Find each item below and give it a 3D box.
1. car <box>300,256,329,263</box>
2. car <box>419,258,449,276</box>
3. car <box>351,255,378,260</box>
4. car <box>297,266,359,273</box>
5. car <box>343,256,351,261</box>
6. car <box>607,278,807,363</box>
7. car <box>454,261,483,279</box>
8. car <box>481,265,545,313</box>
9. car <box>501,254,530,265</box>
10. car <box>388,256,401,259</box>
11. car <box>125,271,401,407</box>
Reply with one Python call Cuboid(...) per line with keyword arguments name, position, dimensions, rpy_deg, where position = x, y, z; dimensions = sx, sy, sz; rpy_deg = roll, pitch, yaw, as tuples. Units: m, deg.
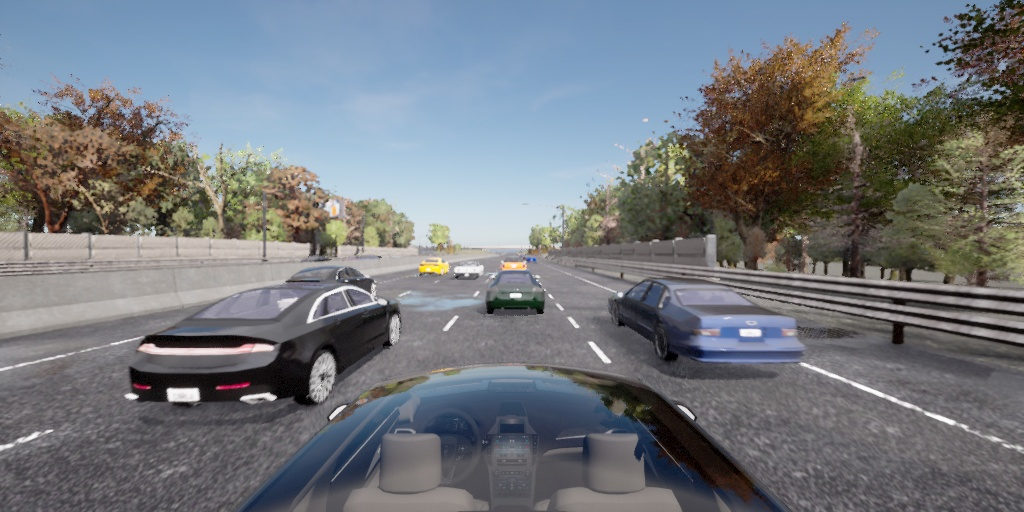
Cuboid(name="car", position=(-27.978, 0.749, 50.987), dimensions=(1.882, 1.535, 5.008), rpy_deg=(0, 0, 1))
Cuboid(name="car", position=(-6.846, 0.933, 31.936), dimensions=(1.882, 1.535, 5.008), rpy_deg=(0, 1, 0))
Cuboid(name="car", position=(-20.986, 0.617, 52.040), dimensions=(2.097, 1.767, 4.553), rpy_deg=(0, 0, 0))
Cuboid(name="car", position=(-6.880, 1.131, 13.965), dimensions=(1.837, 1.490, 4.892), rpy_deg=(0, 0, 0))
Cuboid(name="car", position=(-24.459, 0.760, 55.179), dimensions=(1.812, 1.442, 4.674), rpy_deg=(0, 1, 1))
Cuboid(name="car", position=(3.660, 1.198, 7.990), dimensions=(2.033, 1.411, 5.357), rpy_deg=(0, 1, 0))
Cuboid(name="car", position=(-3.352, 1.086, 28.861), dimensions=(1.895, 1.301, 4.718), rpy_deg=(0, 1, 0))
Cuboid(name="car", position=(0.119, 1.198, 13.343), dimensions=(1.994, 1.385, 4.181), rpy_deg=(0, 1, 0))
Cuboid(name="car", position=(0.146, 0.827, 30.010), dimensions=(2.097, 1.767, 4.553), rpy_deg=(0, 1, 0))
Cuboid(name="car", position=(-17.475, 0.779, 53.292), dimensions=(1.812, 1.442, 4.674), rpy_deg=(0, 0, 0))
Cuboid(name="car", position=(-3.392, 1.196, 6.126), dimensions=(2.128, 1.511, 4.902), rpy_deg=(0, 1, 0))
